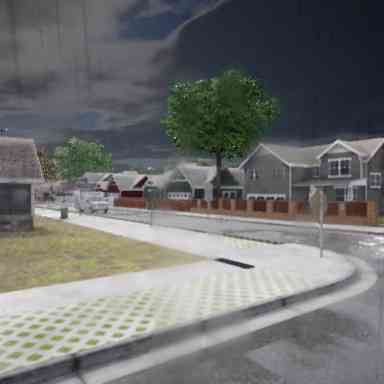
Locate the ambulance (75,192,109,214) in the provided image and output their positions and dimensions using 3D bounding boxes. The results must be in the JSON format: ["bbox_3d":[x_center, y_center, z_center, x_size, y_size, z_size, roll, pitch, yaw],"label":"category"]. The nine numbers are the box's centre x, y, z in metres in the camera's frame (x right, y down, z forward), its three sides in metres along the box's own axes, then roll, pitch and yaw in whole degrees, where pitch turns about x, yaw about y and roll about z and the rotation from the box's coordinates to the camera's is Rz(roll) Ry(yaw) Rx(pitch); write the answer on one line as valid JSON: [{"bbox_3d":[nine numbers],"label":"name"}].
[{"bbox_3d":[-11.972,1.231,39.807,2.351,2.431,6.366,0,0,-35],"label":"ambulance"}]
